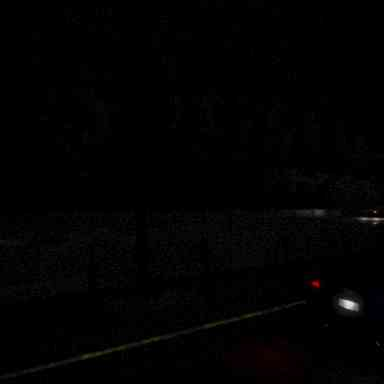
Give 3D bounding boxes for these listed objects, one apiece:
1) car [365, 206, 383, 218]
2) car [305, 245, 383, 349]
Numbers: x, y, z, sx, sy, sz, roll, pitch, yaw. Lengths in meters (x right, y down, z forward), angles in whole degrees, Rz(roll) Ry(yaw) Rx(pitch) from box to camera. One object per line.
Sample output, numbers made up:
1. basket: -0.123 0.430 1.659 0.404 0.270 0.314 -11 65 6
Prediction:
1. car: 25.018 2.605 44.273 5.008 1.535 1.882 2 -2 -32
2. car: 4.039 1.679 6.048 4.181 1.385 1.994 1 -1 -32
